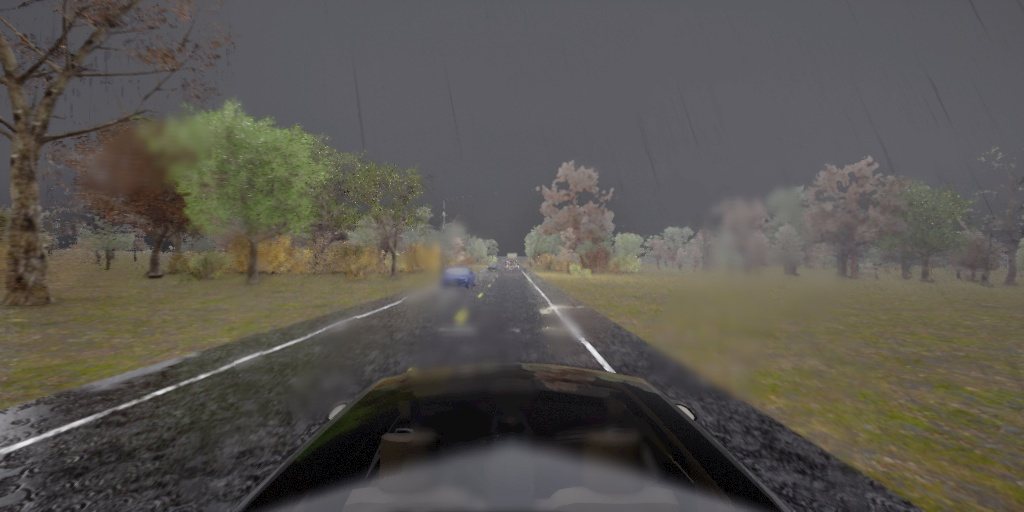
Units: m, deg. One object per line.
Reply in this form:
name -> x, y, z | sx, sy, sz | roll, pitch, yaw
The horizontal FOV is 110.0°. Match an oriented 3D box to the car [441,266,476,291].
car -> -3.589, 1.465, 24.657 | 1.882, 1.535, 5.008 | 0, -1, 0
